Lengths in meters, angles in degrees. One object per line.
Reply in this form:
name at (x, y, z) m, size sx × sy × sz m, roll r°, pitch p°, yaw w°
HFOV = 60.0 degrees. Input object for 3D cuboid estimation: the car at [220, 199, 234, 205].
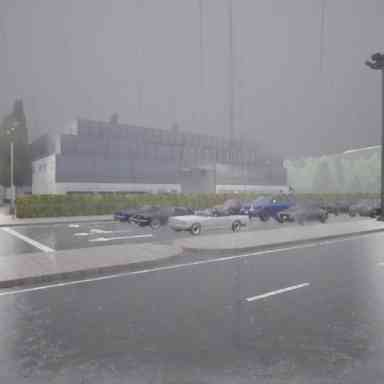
car at (3.879, 1.352, 29.643) m, size 4.553 × 1.767 × 2.097 m, roll 0°, pitch 0°, yaw -36°

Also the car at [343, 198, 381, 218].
car at (16.046, 1.352, 29.859) m, size 4.553 × 1.767 × 2.097 m, roll 0°, pitch 0°, yaw -36°

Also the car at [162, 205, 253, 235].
car at (0.936, 1.601, 18.904) m, size 4.718 × 1.301 × 1.895 m, roll 0°, pitch 0°, yaw -36°

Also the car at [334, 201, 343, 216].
car at (14.565, 1.601, 33.111) m, size 4.718 × 1.301 × 1.895 m, roll 0°, pitch 0°, yaw -36°

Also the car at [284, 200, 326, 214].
car at (12.189, 1.601, 35.710) m, size 4.718 × 1.301 × 1.895 m, roll 0°, pitch 0°, yaw -36°

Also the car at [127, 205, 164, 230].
car at (-1.431, 1.601, 21.511) m, size 4.718 × 1.301 × 1.895 m, roll 0°, pitch 0°, yaw -36°

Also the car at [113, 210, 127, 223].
car at (-3.317, 1.601, 24.455) m, size 4.718 × 1.301 × 1.895 m, roll 0°, pitch 0°, yaw -36°

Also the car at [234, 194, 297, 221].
car at (6.411, 1.221, 27.158) m, size 5.566 × 2.045 × 2.150 m, roll 0°, pitch 0°, yaw -36°

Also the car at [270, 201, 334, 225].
car at (7.955, 1.564, 23.952) m, size 4.181 × 1.385 × 1.994 m, roll 0°, pitch 0°, yaw -36°
